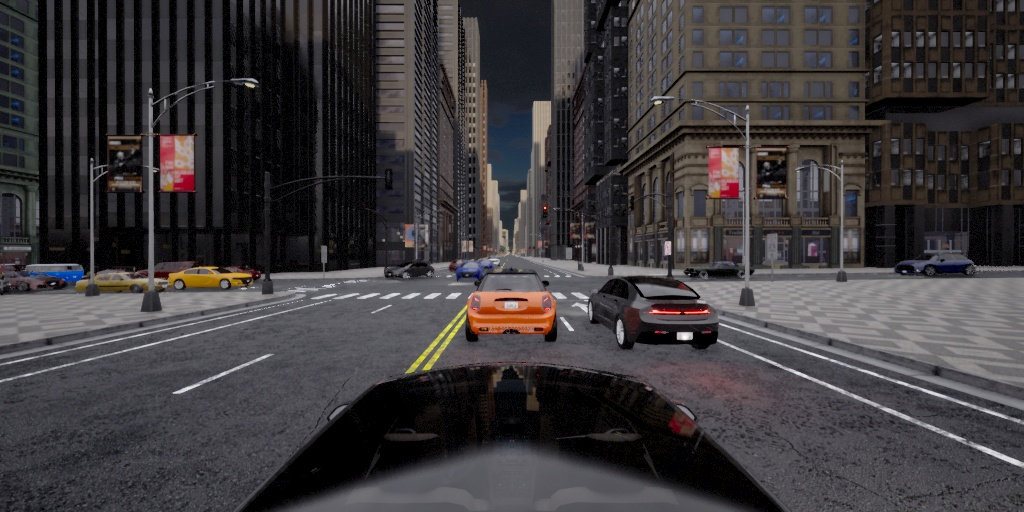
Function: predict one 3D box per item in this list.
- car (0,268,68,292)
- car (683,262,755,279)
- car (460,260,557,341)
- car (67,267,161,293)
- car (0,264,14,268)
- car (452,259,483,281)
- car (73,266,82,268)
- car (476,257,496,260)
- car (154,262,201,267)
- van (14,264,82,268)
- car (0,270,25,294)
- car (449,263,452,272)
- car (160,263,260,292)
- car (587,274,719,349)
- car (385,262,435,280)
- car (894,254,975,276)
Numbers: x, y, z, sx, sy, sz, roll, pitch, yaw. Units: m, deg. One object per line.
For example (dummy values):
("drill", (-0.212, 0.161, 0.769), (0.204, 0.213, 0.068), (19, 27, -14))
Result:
("car", (-33.790, 1.753, 24.842), (4.181, 1.385, 1.994), (0, 0, 0))
("car", (16.088, 1.102, 28.086), (4.718, 1.301, 1.895), (-1, 0, 0))
("car", (-0.008, 1.101, 10.003), (2.097, 1.767, 4.553), (0, 0, 0))
("car", (-23.883, 1.595, 22.183), (4.829, 1.417, 1.751), (0, 0, 0))
("car", (-44.394, 1.625, 30.727), (5.009, 1.841, 2.192), (0, 0, 0))
("car", (-3.426, 1.216, 29.698), (1.882, 1.535, 5.008), (0, 0, 0))
("car", (-34.220, 1.754, 30.719), (4.207, 1.307, 1.802), (0, 0, 0))
("car", (-3.464, 1.208, 46.973), (1.882, 1.535, 5.008), (0, 0, 0))
("car", (-29.133, 1.418, 30.715), (5.009, 1.841, 2.192), (0, 0, 0))
("van", (-39.307, 1.582, 30.723), (3.998, 1.789, 1.690), (0, 0, 0))
("car", (-33.825, 1.753, 22.180), (4.403, 1.370, 2.007), (0, 0, 0))
("car", (-6.716, 1.210, 45.184), (1.882, 1.535, 5.008), (0, 0, 0))
("car", (-20.785, 1.491, 24.843), (5.008, 1.535, 1.882), (-1, 0, 0))
("car", (3.234, 1.254, 9.143), (1.837, 1.490, 4.892), (0, 0, 0))
("car", (-8.845, 1.263, 31.493), (1.837, 1.490, 4.892), (0, 0, 29))
("car", (33.000, 0.626, 28.098), (4.553, 1.767, 2.097), (-1, 0, 0))
